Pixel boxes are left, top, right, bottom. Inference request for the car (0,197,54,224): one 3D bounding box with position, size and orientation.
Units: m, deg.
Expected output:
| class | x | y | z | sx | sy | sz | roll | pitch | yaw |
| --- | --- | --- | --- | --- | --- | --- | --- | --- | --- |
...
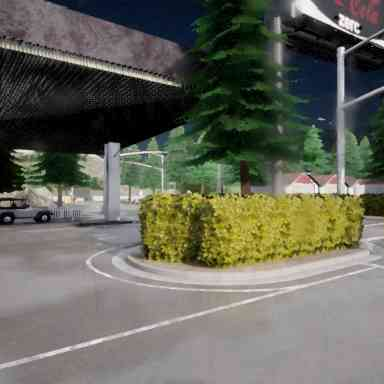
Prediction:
| class | x | y | z | sx | sy | sz | roll | pitch | yaw |
| --- | --- | --- | --- | --- | --- | --- | --- | --- | --- |
| car | -11.986 | 1.313 | 23.469 | 3.866 | 1.878 | 1.905 | 0 | 0 | -36 |
